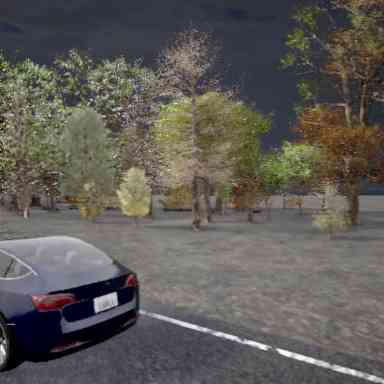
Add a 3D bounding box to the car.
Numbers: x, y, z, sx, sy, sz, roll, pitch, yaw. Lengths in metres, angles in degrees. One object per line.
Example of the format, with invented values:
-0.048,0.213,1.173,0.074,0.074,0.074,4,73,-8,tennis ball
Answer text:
-3.031,1.500,5.728,4.792,1.488,2.163,0,0,36,car
